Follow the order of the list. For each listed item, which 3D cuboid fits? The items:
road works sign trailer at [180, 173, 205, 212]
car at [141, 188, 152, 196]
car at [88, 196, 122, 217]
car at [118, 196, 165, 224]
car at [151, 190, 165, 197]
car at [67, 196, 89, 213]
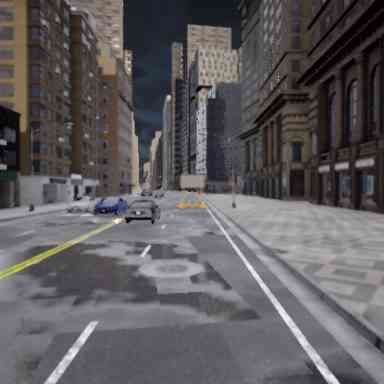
[{"bbox_3d":[0.020,0.031,31.469,2.380,3.560,2.880,0,1,0],"label":"road works sign trailer"},{"bbox_3d":[-9.738,0.140,72.658,2.150,2.045,5.566,0,1,0],"label":"car"},{"bbox_3d":[-6.586,1.101,27.230,1.882,1.535,5.008,0,1,0],"label":"car"},{"bbox_3d":[-3.147,1.243,21.984,2.033,1.411,5.357,0,1,0],"label":"car"},{"bbox_3d":[-6.492,0.550,66.927,1.837,1.490,4.892,0,1,0],"label":"car"},{"bbox_3d":[-9.829,1.106,30.382,1.812,1.442,4.674,0,1,0],"label":"car"}]
